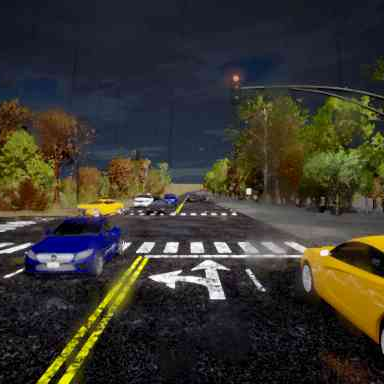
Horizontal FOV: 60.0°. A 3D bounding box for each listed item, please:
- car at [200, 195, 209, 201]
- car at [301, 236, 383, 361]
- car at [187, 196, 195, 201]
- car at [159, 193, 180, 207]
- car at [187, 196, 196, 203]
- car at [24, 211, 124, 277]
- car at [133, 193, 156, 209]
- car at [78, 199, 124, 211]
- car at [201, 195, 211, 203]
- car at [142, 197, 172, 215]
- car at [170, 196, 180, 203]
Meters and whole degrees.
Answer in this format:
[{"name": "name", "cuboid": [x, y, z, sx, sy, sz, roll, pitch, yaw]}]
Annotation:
[{"name": "car", "cuboid": [3.046, 1.458, 81.641, 2.033, 1.411, 5.357, 0, 0, 0]}, {"name": "car", "cuboid": [3.349, 1.444, 5.406, 1.882, 1.535, 5.008, 0, 1, 0]}, {"name": "car", "cuboid": [-0.204, 1.606, 81.977, 1.895, 1.301, 4.718, 0, 0, 0]}, {"name": "car", "cuboid": [-3.475, 1.227, 53.125, 2.150, 2.045, 5.566, 0, 0, 0]}, {"name": "car", "cuboid": [-0.138, 1.566, 72.155, 1.994, 1.385, 4.181, 0, 0, 0]}, {"name": "car", "cuboid": [-3.378, 1.526, 10.411, 1.812, 1.442, 4.674, 0, 0, 0]}, {"name": "car", "cuboid": [-6.718, 1.224, 46.488, 2.150, 2.045, 5.566, 0, 0, 0]}, {"name": "car", "cuboid": [-8.548, 1.442, 31.514, 1.882, 1.535, 5.008, 1, 0, 29]}, {"name": "car", "cuboid": [3.094, 1.504, 71.486, 2.128, 1.511, 4.902, 0, 0, 0]}, {"name": "car", "cuboid": [-3.431, 1.546, 33.723, 2.033, 1.411, 5.357, 0, 0, 0]}, {"name": "car", "cuboid": [-3.423, 1.608, 69.030, 1.895, 1.301, 4.718, 0, 0, 0]}]
